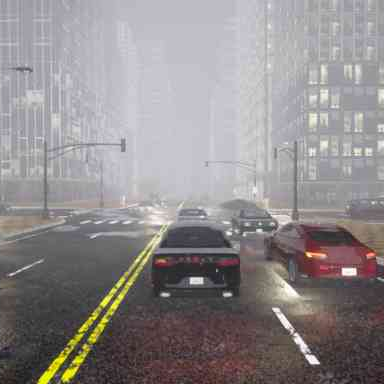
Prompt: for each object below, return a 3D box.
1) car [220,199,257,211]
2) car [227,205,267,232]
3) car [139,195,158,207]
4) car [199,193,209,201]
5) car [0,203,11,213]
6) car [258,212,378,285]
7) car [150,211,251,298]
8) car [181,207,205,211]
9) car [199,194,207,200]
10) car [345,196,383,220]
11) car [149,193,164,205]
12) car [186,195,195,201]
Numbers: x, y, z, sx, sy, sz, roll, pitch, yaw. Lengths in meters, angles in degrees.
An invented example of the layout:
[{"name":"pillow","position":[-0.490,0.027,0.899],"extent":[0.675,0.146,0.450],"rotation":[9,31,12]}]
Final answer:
[{"name":"car","position":[5.287,1.496,37.976],"extent":[4.674,1.442,1.812],"rotation":[2,2,44]},{"name":"car","position":[3.291,1.591,18.451],"extent":[1.895,1.301,4.718],"rotation":[0,0,0]},{"name":"car","position":[-6.753,1.528,50.662],"extent":[1.994,1.385,4.181],"rotation":[0,0,0]},{"name":"car","position":[2.995,1.143,79.970],"extent":[2.150,2.045,5.566],"rotation":[0,0,0]},{"name":"car","position":[-20.084,1.364,32.263],"extent":[4.674,1.442,1.812],"rotation":[1,1,1]},{"name":"car","position":[3.321,1.521,9.332],"extent":[1.812,1.442,4.674],"rotation":[0,0,0]},{"name":"car","position":[0.068,1.474,8.567],"extent":[1.882,1.535,5.008],"rotation":[0,0,0]},{"name":"car","position":[0.039,1.538,18.388],"extent":[2.033,1.411,5.357],"rotation":[0,0,0]},{"name":"car","position":[2.961,1.267,90.358],"extent":[2.128,1.511,4.902],"rotation":[0,0,0]},{"name":"car","position":[16.108,1.519,29.193],"extent":[5.009,1.841,2.192],"rotation":[1,0,1]},{"name":"car","position":[-6.767,1.175,59.694],"extent":[2.150,2.045,5.566],"rotation":[0,0,0]},{"name":"car","position":[-0.259,1.425,80.972],"extent":[1.837,1.490,4.892],"rotation":[0,0,0]}]
